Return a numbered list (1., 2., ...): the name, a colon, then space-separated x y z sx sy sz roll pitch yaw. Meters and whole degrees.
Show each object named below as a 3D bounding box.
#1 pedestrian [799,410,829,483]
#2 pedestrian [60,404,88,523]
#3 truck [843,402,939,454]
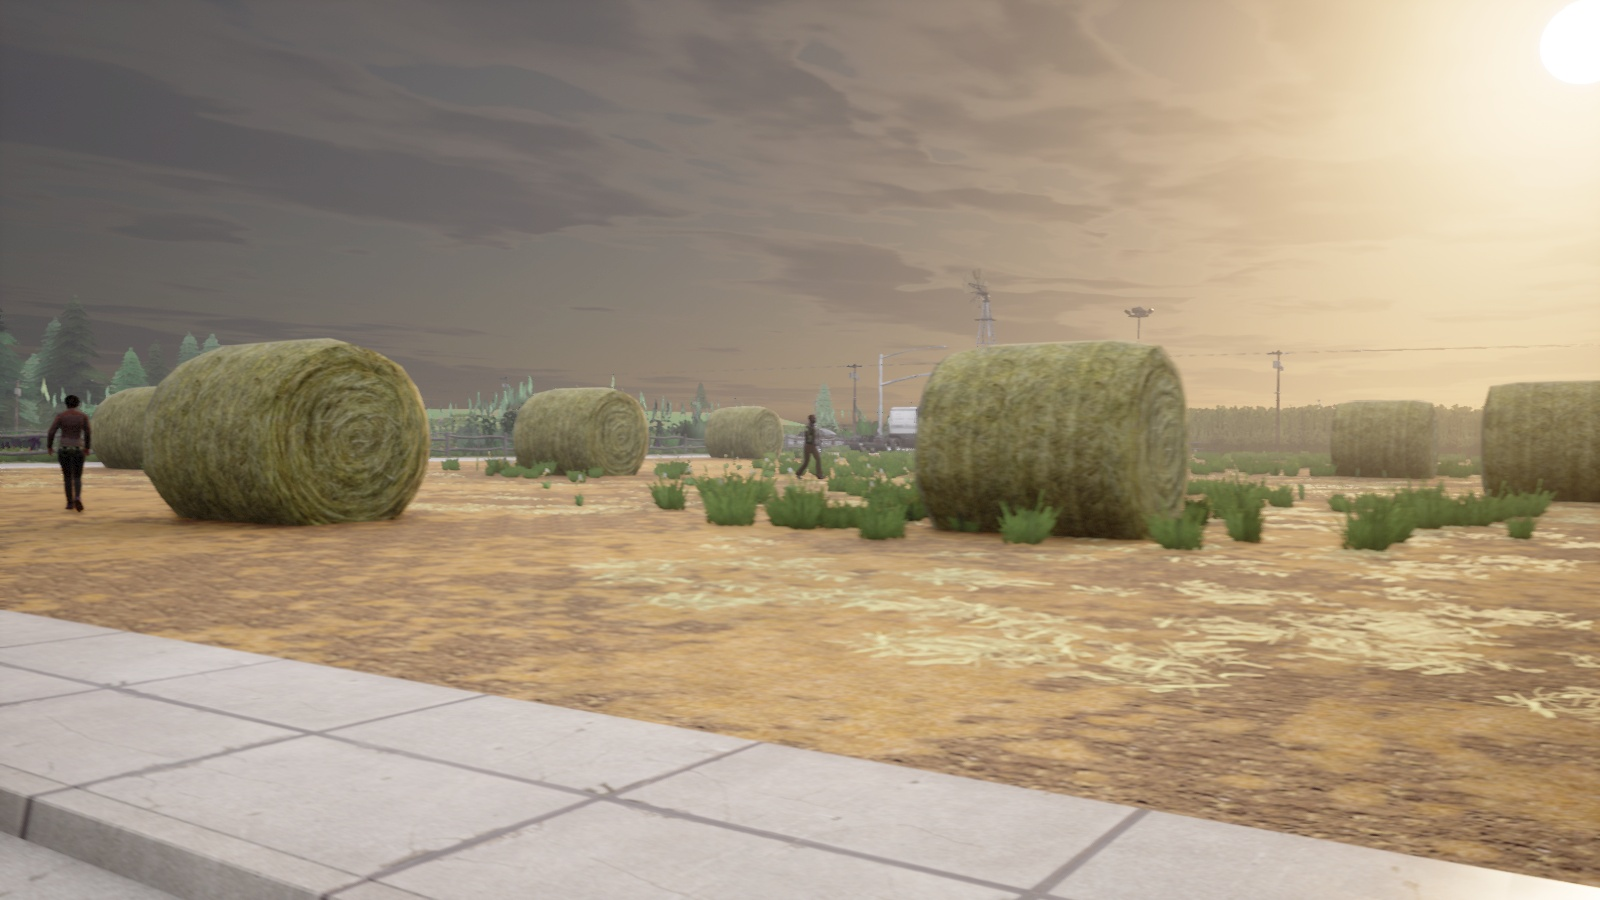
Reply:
1. pedestrian: 0.368 -0.105 33.496 0.692 1.930 0.395 0 1 42
2. pedestrian: -11.204 0.199 19.373 0.328 1.805 0.869 -1 1 -31
3. truck: 6.443 -1.542 87.556 2.891 3.462 7.936 0 1 36
